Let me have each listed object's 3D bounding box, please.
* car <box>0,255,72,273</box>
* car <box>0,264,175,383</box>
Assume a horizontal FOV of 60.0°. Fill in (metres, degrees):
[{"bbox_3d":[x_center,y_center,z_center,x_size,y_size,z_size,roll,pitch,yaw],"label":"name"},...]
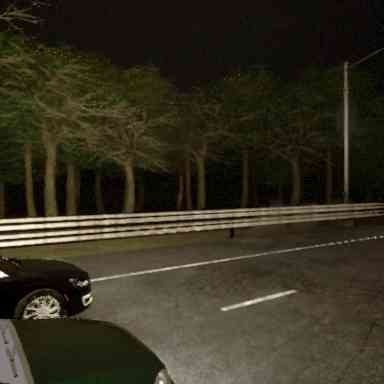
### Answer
[{"bbox_3d":[-4.060,1.514,5.085,4.892,1.490,1.837,0,0,-35],"label":"car"},{"bbox_3d":[-2.114,1.571,2.174,4.181,1.385,1.994,0,0,-35],"label":"car"}]
